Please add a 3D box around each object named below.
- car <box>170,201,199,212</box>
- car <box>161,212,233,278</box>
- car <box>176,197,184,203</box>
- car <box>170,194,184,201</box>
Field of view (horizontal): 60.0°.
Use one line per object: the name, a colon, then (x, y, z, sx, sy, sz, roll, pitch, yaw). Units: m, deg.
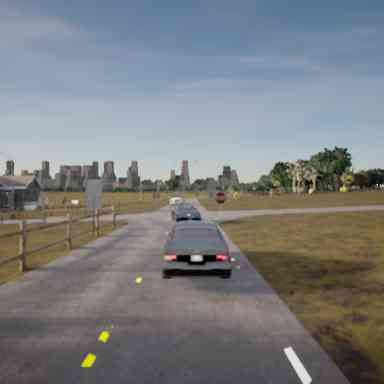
car: (-0.621, 1.661, 26.501, 1.994, 1.385, 4.181, 0, 0, -11)
car: (0.105, 1.581, 10.179, 2.033, 1.411, 5.357, 0, 0, 0)
car: (-2.717, 1.865, 77.046, 1.812, 1.442, 4.674, 0, 0, 0)
car: (-2.760, 1.465, 61.670, 2.150, 2.045, 5.566, 0, 0, 1)
